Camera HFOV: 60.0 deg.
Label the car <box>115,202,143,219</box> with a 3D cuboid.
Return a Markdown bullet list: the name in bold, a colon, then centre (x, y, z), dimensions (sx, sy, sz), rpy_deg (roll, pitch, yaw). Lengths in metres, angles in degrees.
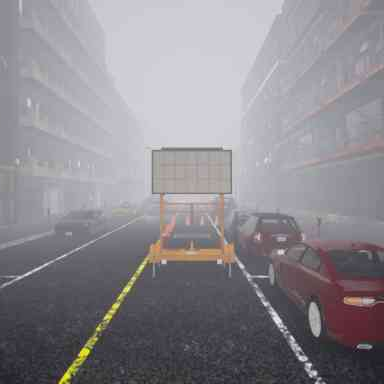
- **car**: centre (-5.696, 1.523, 28.682), dimensions (1.752, 1.417, 4.829), rpy_deg (0, 0, 0)

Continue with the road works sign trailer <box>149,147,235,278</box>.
- **road works sign trailer**: centre (-0.003, 0.465, 10.074), dimensions (2.380, 3.560, 2.880), rpy_deg (0, 0, 0)

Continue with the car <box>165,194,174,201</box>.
- **car**: centre (-5.708, 1.415, 85.216), dimensions (1.967, 1.590, 4.097), rpy_deg (0, 0, 0)

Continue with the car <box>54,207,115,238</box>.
- **car**: centre (-5.693, 1.566, 17.579), dimensions (1.947, 1.339, 4.313), rpy_deg (0, 0, 0)

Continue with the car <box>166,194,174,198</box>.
- **car**: centre (-5.706, 1.293, 79.581), dimensions (2.192, 1.841, 5.009), rpy_deg (0, 0, 0)

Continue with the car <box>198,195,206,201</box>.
- **car**: centre (2.674, 1.503, 79.748), dimensions (1.752, 1.417, 4.829), rpy_deg (0, 0, 0)

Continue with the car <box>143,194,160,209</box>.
- **car**: centre (-5.699, 1.432, 45.762), dimensions (1.967, 1.590, 4.097), rpy_deg (0, 0, 0)

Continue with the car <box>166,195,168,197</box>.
- **car**: centre (-5.702, 1.570, 57.035), dimensions (1.802, 1.307, 4.206), rpy_deg (0, 0, 0)

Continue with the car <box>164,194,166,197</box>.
- **car**: centre (-5.700, 1.305, 51.399), dimensions (2.192, 1.841, 5.009), rpy_deg (0, 0, 0)

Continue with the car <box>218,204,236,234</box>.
- **car**: centre (2.688, 1.550, 17.577), dimensions (2.008, 1.369, 4.403), rpy_deg (0, 0, 0)

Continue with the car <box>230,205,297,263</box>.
- **car**: centre (2.689, 1.440, 11.942), dimensions (1.967, 1.590, 4.097), rpy_deg (0, 0, 0)

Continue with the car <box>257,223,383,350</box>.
- **car**: centre (2.690, 1.545, 6.305), dimensions (1.887, 1.381, 4.507), rpy_deg (0, 0, 0)

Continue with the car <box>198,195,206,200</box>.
- **car**: centre (2.671, 1.517, 90.851), dimensions (1.887, 1.381, 4.507), rpy_deg (0, 0, 0)

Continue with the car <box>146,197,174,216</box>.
- **car**: centre (-3.107, 1.522, 32.712), dimensions (1.812, 1.442, 4.674), rpy_deg (0, 0, 0)

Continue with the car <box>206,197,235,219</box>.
- **car**: centre (2.686, 1.313, 28.851), dimensions (2.192, 1.841, 5.009), rpy_deg (0, 0, 0)

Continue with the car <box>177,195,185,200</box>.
- **car**: centre (-3.020, 1.465, 88.863), dimensions (2.128, 1.511, 4.902), rpy_deg (0, 0, 0)
